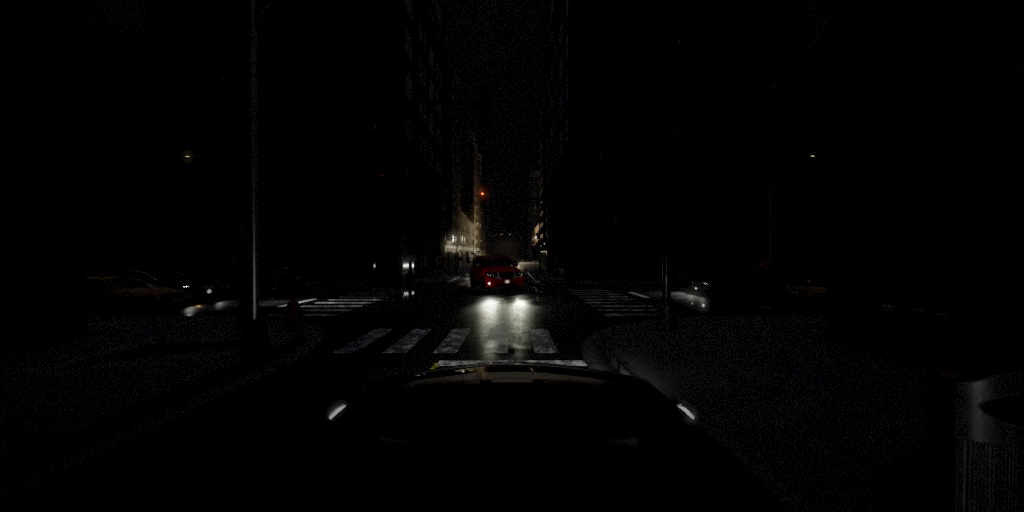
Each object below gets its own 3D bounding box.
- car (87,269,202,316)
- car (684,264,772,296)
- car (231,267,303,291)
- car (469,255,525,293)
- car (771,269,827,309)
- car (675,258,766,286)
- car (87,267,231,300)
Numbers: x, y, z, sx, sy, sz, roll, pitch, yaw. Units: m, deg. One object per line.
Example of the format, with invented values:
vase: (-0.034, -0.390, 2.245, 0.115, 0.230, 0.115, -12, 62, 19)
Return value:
car: (-14.403, 1.305, 12.896, 4.829, 1.417, 1.751, 0, 0, 0)
car: (12.135, 1.277, 18.360, 5.357, 1.411, 2.033, 0, 0, 3)
car: (-14.568, 1.307, 20.921, 4.313, 1.339, 1.948, 0, 0, 0)
car: (-1.063, 0.965, 21.091, 2.150, 2.045, 5.566, 0, 0, -17)
car: (12.481, 1.280, 12.910, 4.829, 1.417, 1.751, 0, 0, 0)
car: (12.315, 1.032, 20.936, 5.009, 1.841, 2.192, 0, 0, 0)
car: (-15.481, 1.260, 15.421, 4.902, 1.511, 2.128, 0, 0, 0)
